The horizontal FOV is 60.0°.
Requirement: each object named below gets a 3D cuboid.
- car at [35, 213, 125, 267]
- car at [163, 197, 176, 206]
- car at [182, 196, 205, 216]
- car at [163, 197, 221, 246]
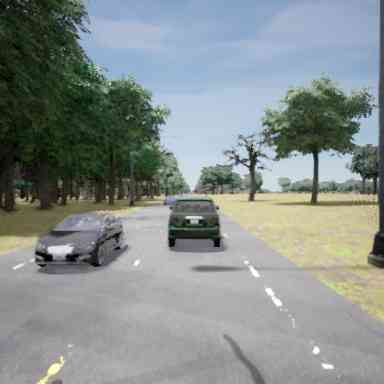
[{"bbox_3d":[-3.599,1.497,11.460,2.128,1.511,4.902,0,0,0],"label":"car"},{"bbox_3d":[-3.559,1.495,53.701,1.812,1.442,4.674,0,0,0],"label":"car"},{"bbox_3d":[0.099,1.345,32.723,2.097,1.767,4.553,0,0,0],"label":"car"},{"bbox_3d":[0.112,1.226,15.338,2.150,2.045,5.566,0,0,0],"label":"car"}]
